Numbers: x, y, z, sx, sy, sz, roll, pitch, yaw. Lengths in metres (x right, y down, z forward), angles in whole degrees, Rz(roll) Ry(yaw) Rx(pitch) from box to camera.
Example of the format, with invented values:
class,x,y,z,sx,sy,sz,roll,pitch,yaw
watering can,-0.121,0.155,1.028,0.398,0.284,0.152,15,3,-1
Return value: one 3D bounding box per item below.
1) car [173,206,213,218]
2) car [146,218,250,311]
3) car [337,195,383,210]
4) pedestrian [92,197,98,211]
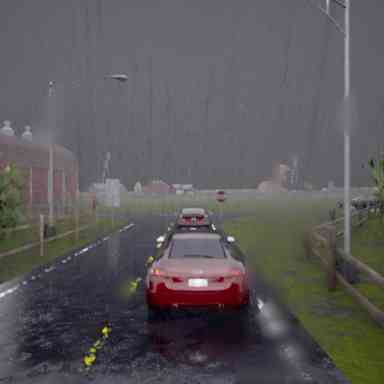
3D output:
class,x,y,z,sx,sy,sz,roll,pitch,yaw
car,0.076,1.493,17.819,1.837,1.490,4.892,0,0,0
car,0.097,1.559,7.844,1.994,1.385,4.181,0,0,0
car,18.183,1.136,35.873,5.008,1.535,1.882,-1,0,-5
pedestrian,-11.217,1.462,38.520,0.375,1.860,0.375,0,0,4
